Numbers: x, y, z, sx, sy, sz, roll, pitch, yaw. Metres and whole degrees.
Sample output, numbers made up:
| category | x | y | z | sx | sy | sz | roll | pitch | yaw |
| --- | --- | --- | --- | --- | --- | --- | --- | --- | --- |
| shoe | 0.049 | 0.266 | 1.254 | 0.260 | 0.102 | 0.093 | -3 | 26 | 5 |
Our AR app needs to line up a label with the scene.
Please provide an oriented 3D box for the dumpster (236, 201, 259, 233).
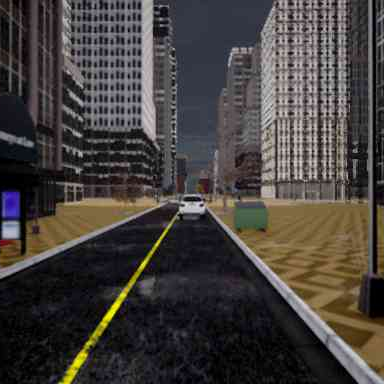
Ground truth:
| category | x | y | z | sx | sy | sz | roll | pitch | yaw |
| --- | --- | --- | --- | --- | --- | --- | --- | --- | --- |
| dumpster | 3.132 | 1.403 | 19.032 | 1.020 | 1.700 | 1.940 | 0 | 0 | 0 |

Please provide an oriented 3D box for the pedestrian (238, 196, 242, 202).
| category | x | y | z | sx | sy | sz | roll | pitch | yaw |
| --- | --- | --- | --- | --- | --- | --- | --- | --- | --- |
| pedestrian | 2.981 | 1.149 | 20.487 | 0.375 | 1.860 | 0.375 | 0 | 0 | -1 |

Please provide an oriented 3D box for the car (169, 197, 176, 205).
| category | x | y | z | sx | sy | sz | roll | pitch | yaw |
| --- | --- | --- | --- | --- | --- | --- | --- | --- | --- |
| car | -3.027 | 1.619 | 59.811 | 1.895 | 1.301 | 4.718 | 0 | 0 | 1 |

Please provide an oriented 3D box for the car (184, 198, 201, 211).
| category | x | y | z | sx | sy | sz | roll | pitch | yaw |
| --- | --- | --- | --- | --- | --- | --- | --- | --- | --- |
| car | 0.027 | 1.561 | 42.533 | 2.033 | 1.411 | 5.357 | 0 | 0 | 0 |

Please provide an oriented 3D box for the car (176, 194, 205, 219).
| category | x | y | z | sx | sy | sz | roll | pitch | yaw |
| --- | --- | --- | --- | --- | --- | --- | --- | --- | --- |
| car | 0.013 | 1.233 | 29.632 | 2.150 | 2.045 | 5.566 | 0 | 0 | 0 |
